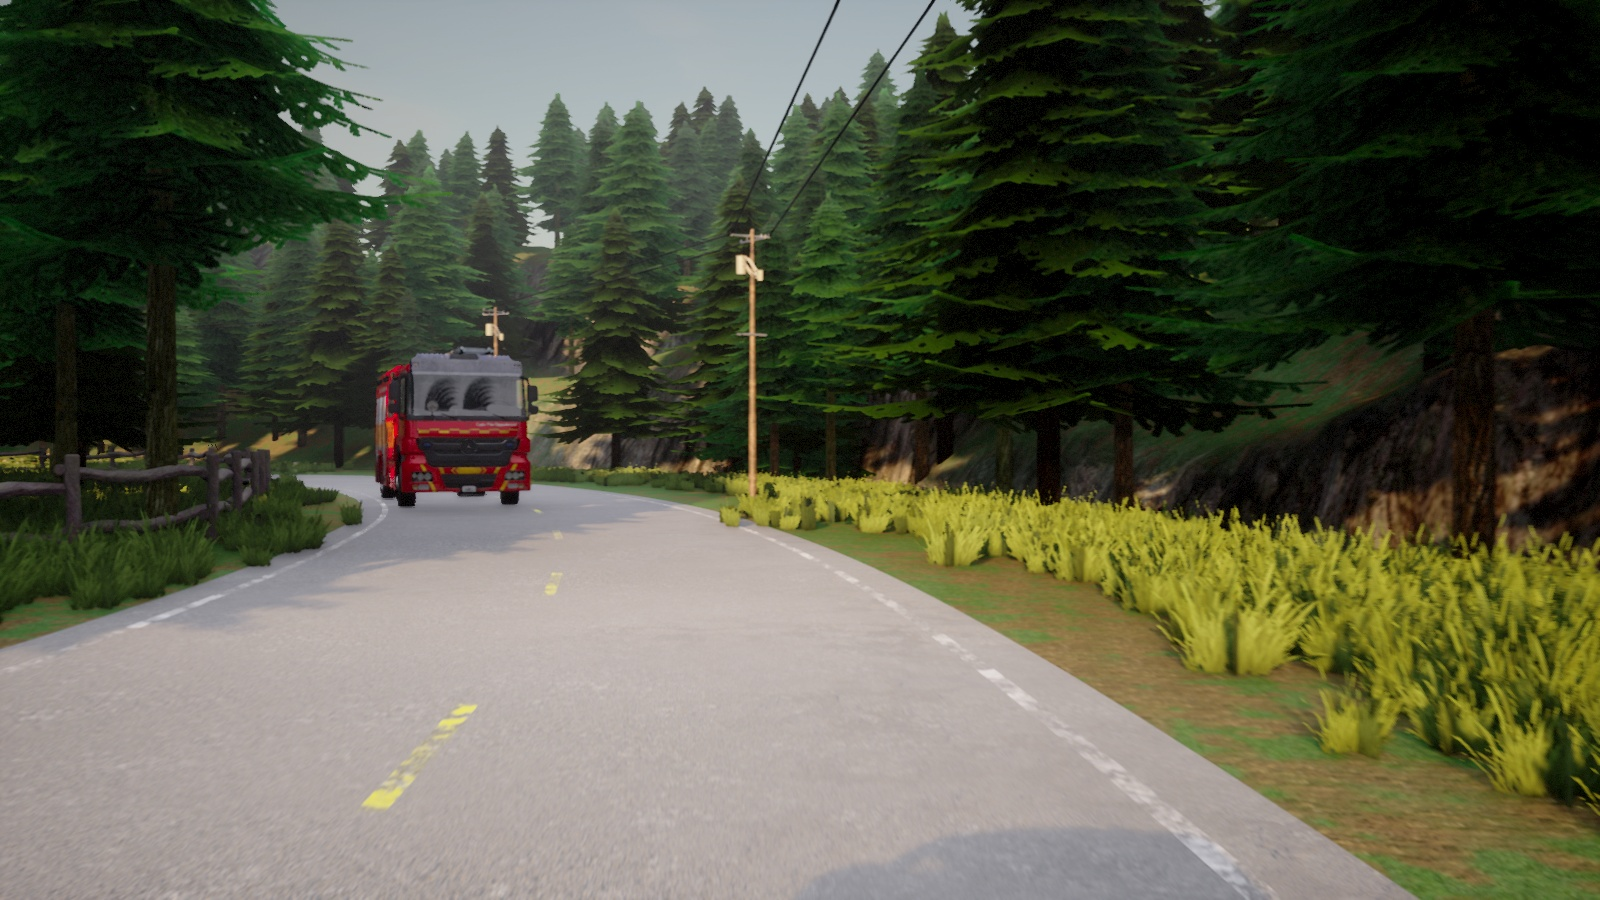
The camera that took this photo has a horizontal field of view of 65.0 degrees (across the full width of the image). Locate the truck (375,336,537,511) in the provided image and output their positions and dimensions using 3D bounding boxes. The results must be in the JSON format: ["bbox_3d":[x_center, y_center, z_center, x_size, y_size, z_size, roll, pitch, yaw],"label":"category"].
[{"bbox_3d":[-8.929,-0.599,31.809,2.891,3.827,8.468,0,0,-23],"label":"truck"}]
